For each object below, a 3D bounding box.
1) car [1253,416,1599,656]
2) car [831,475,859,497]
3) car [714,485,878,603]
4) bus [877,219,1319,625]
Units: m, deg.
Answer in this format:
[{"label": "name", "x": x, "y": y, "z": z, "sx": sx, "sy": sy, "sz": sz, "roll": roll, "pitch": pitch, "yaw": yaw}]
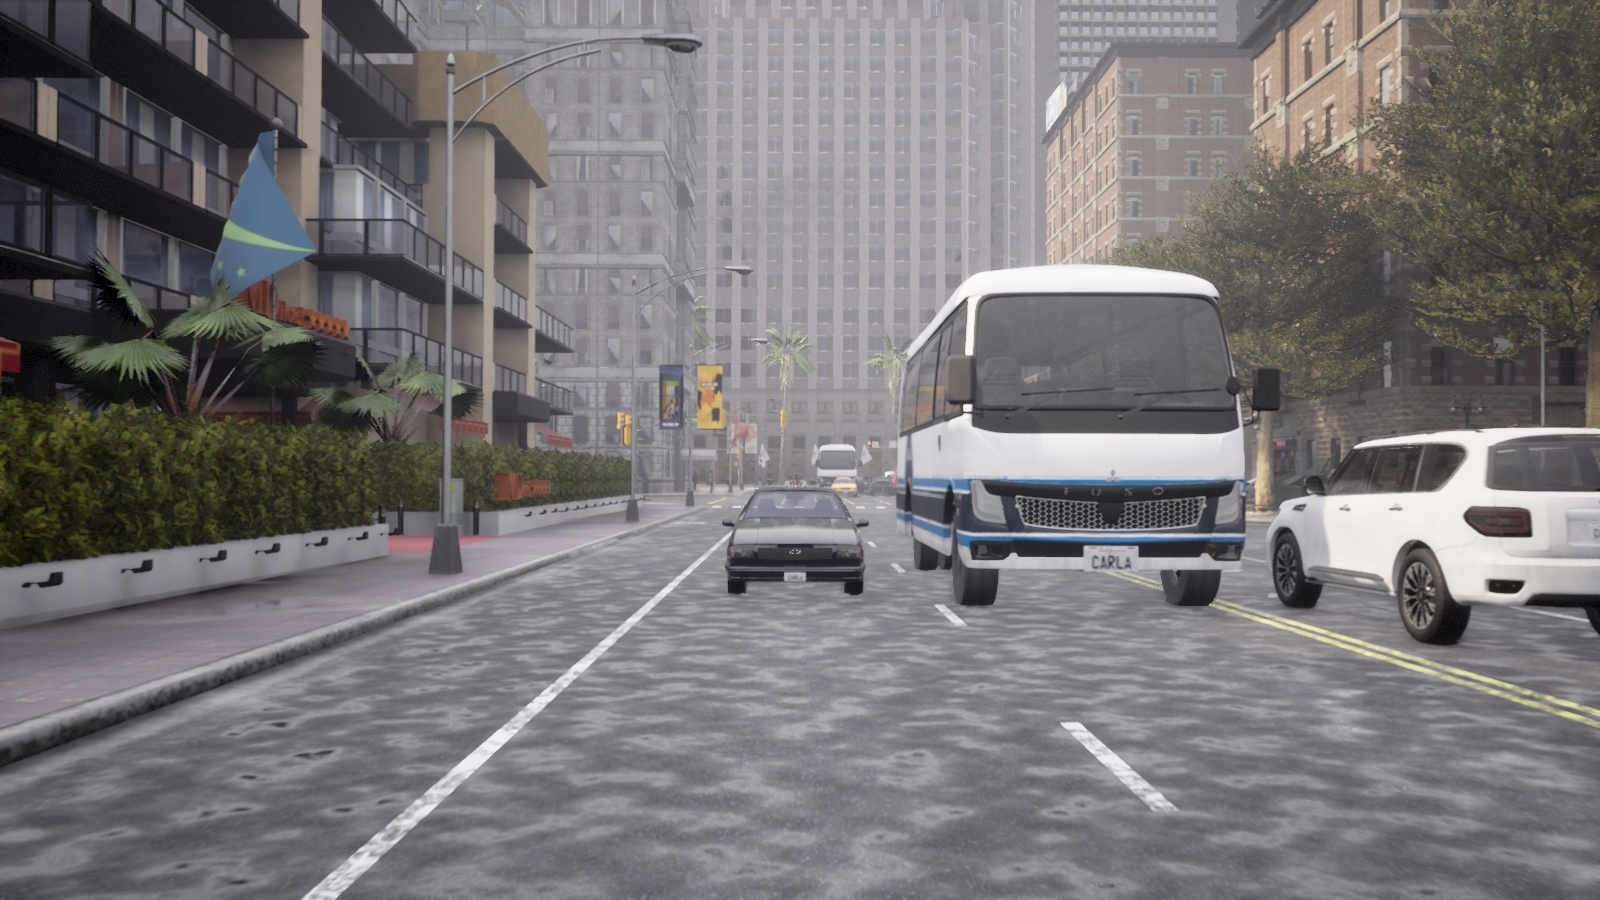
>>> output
[{"label": "car", "x": 6.950, "y": 0.785, "z": 13.500, "sx": 2.150, "sy": 2.045, "sz": 5.566, "roll": 0, "pitch": -1, "yaw": 0}, {"label": "car", "x": 3.239, "y": 2.605, "z": 91.702, "sx": 1.801, "sy": 1.575, "sz": 5.366, "roll": 0, "pitch": -1, "yaw": 0}, {"label": "car", "x": -0.054, "y": 1.239, "z": 18.276, "sx": 2.033, "sy": 1.411, "sz": 5.357, "roll": 0, "pitch": -1, "yaw": 0}, {"label": "bus", "x": 3.440, "y": -0.198, "z": 18.323, "sx": 3.944, "sy": 4.253, "sz": 10.273, "roll": 0, "pitch": -1, "yaw": 0}]
